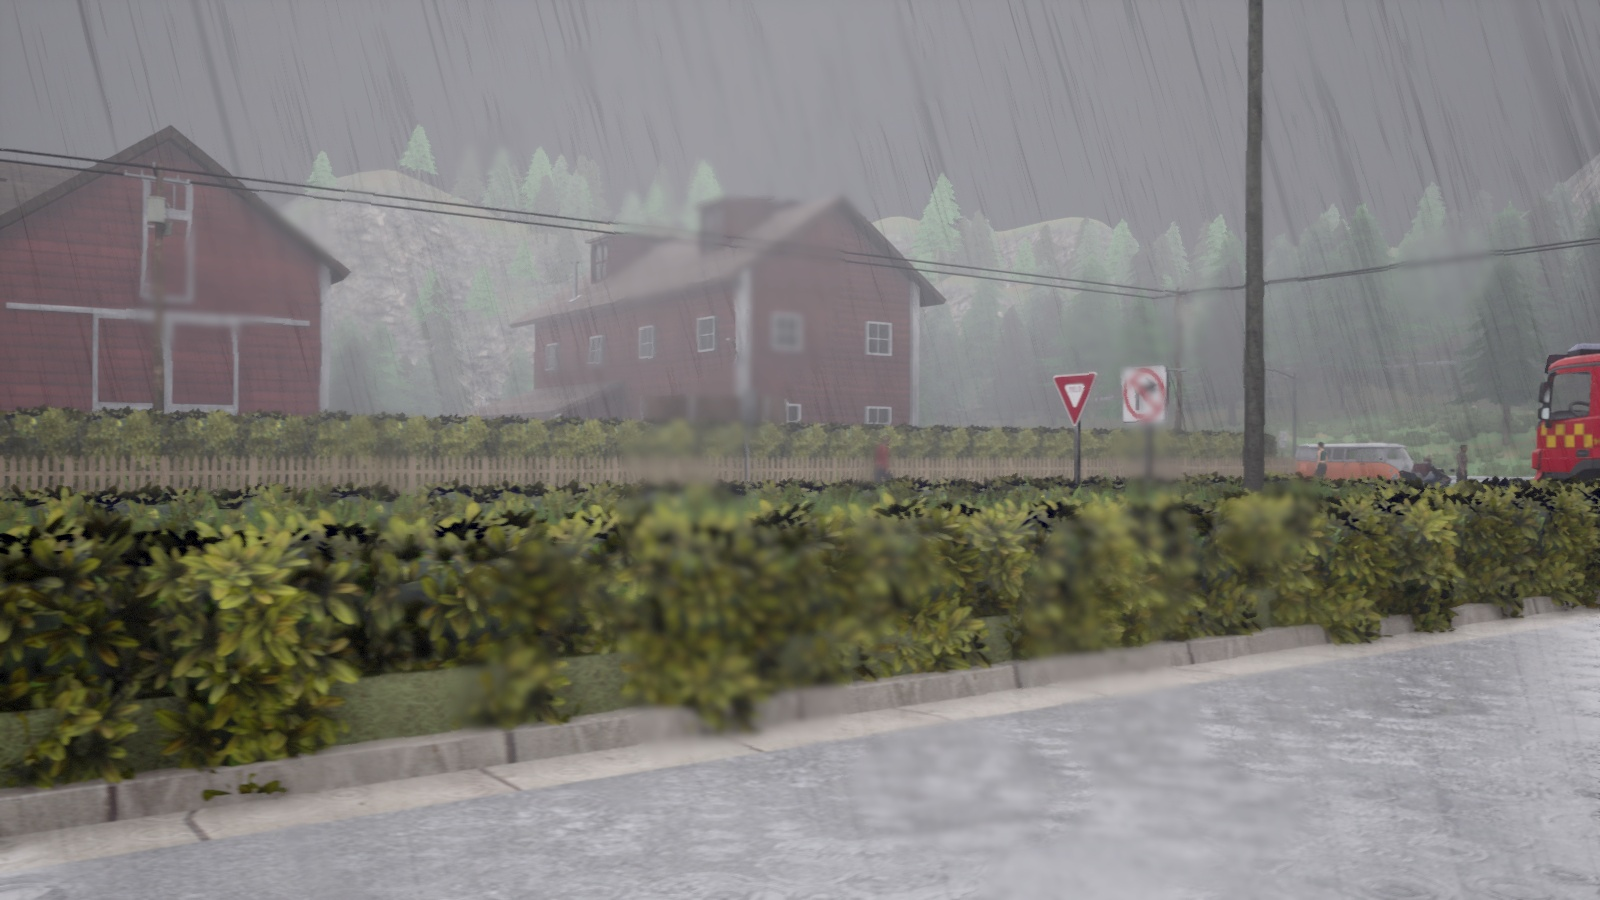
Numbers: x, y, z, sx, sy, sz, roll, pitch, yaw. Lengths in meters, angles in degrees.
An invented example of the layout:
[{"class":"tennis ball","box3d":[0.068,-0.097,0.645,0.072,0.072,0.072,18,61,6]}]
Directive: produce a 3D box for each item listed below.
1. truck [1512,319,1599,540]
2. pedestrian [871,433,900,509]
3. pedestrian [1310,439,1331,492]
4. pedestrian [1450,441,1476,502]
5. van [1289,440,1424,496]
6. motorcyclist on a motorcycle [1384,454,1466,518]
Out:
[{"class":"truck","box3d":[15.643,-0.363,19.926,2.891,3.827,8.468,0,0,-9]},{"class":"pedestrian","box3d":[2.084,0.504,30.778,0.636,1.846,0.331,0,0,-33]},{"class":"pedestrian","box3d":[18.162,0.546,43.806,0.345,1.836,0.594,0,0,-20]},{"class":"pedestrian","box3d":[20.185,0.646,38.241,0.331,1.846,0.634,0,0,-34]},{"class":"van","box3d":[20.670,0.643,46.840,1.775,1.987,4.442,0,0,-28]},{"class":"motorcyclist on a motorcycle","box3d":[15.525,0.875,31.191,2.191,1.530,0.866,0,0,-35]}]
